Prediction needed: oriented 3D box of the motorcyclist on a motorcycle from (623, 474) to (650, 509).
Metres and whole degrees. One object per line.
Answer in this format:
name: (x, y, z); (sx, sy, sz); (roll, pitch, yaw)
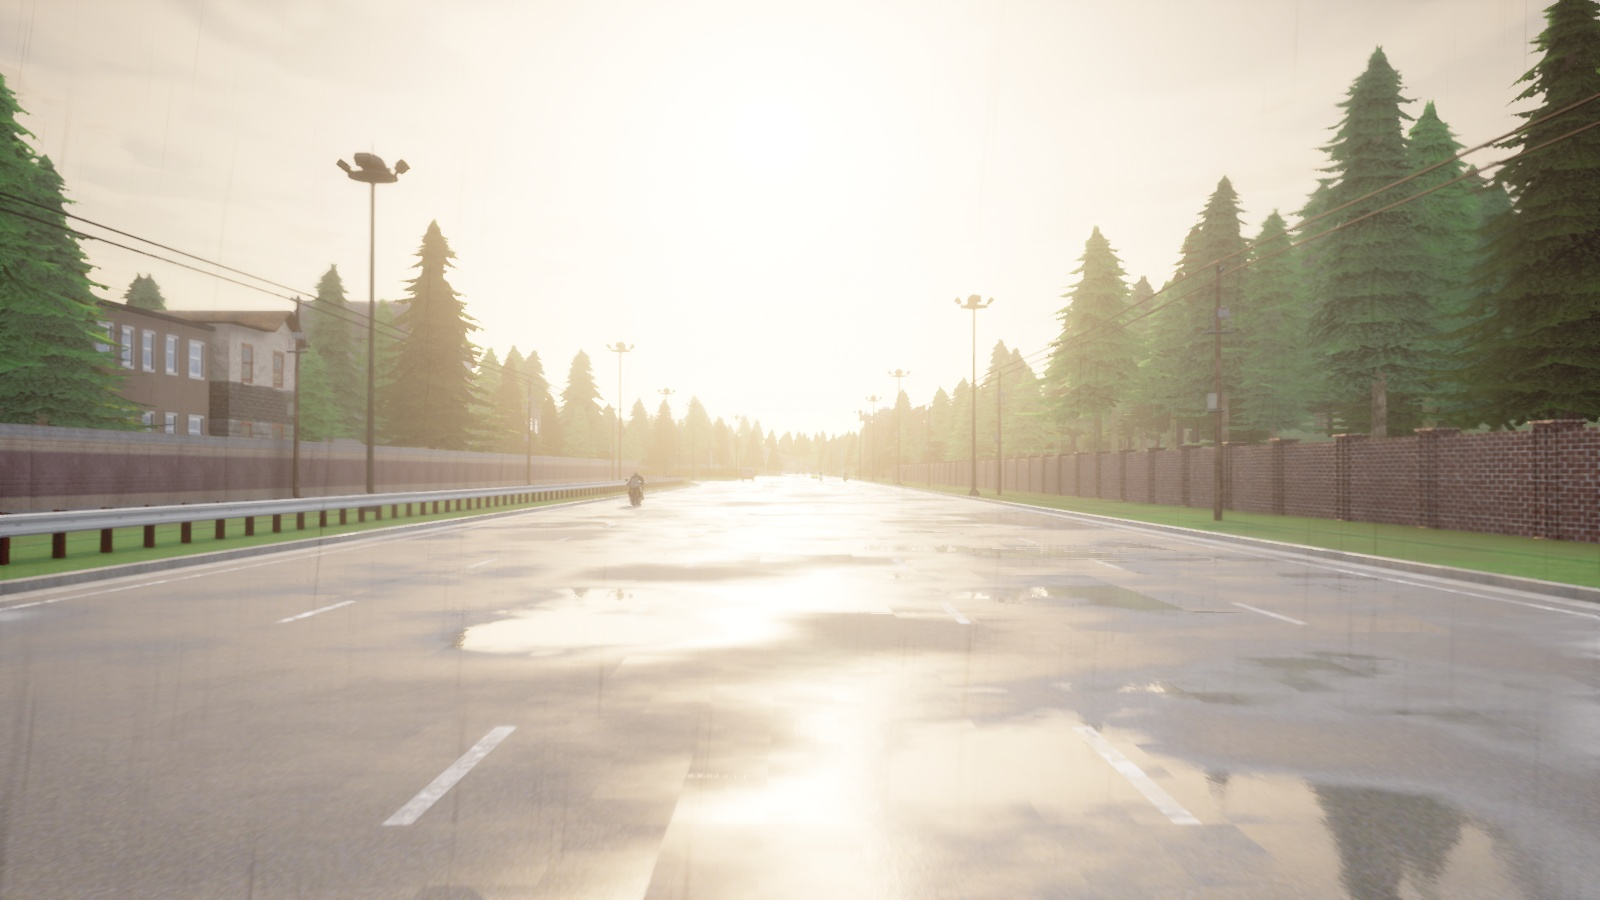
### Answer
motorcyclist on a motorcycle: (-7.132, 1.797, 54.871); (0.866, 1.530, 2.191); (0, -1, 0)
